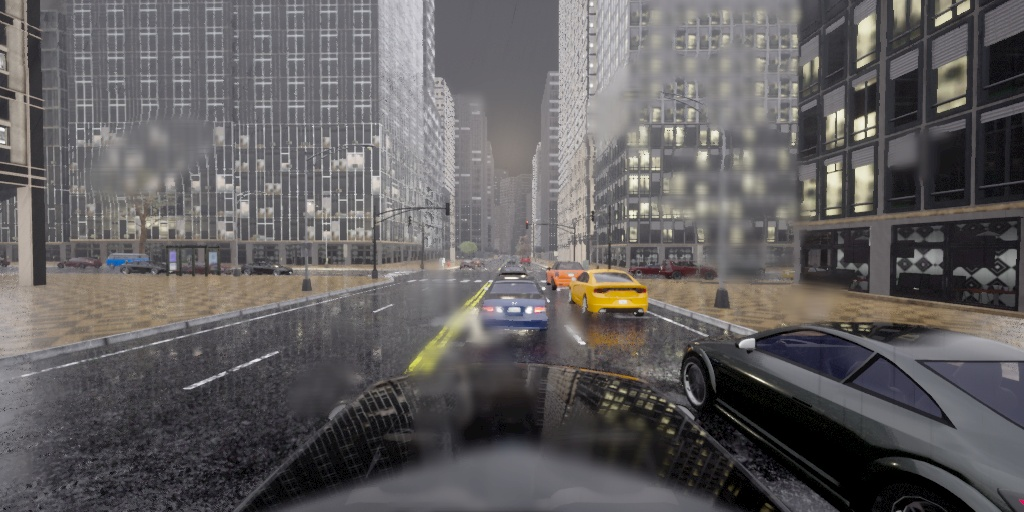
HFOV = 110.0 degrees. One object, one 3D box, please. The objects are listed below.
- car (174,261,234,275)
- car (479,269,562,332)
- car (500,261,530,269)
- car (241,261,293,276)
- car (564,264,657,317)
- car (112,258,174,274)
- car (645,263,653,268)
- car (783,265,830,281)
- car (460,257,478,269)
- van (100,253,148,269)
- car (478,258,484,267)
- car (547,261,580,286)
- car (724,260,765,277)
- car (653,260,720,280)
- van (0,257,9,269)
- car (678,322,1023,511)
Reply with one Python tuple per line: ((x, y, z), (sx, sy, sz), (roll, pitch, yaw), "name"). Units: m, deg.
((-28.476, 1.136, 33.515), (4.207, 1.307, 1.802), (0, 0, 1), "car")
((0.084, 1.293, 10.827), (2.033, 1.411, 5.357), (0, 0, 1), "car")
((0.065, 1.231, 20.579), (2.128, 1.511, 4.902), (0, 0, 0), "car")
((-22.791, 1.172, 33.393), (4.313, 1.339, 1.948), (0, 0, 1), "car")
((3.328, 1.222, 13.233), (1.882, 1.535, 5.008), (0, 0, 0), "car")
((-34.157, 1.067, 33.678), (4.313, 1.339, 1.948), (0, 0, 1), "car")
((15.009, 1.448, 38.766), (4.718, 1.301, 1.895), (1, 1, 2), "car")
((27.583, 1.576, 32.765), (4.829, 1.417, 1.751), (0, 0, 1), "car")
((-6.692, 1.275, 54.351), (1.994, 1.385, 4.181), (0, 0, 0), "car")
((-45.364, 0.602, 42.317), (3.998, 1.789, 1.690), (0, 0, 1), "van")
((-6.680, 1.051, 64.352), (2.097, 1.767, 4.553), (0, 0, 0), "car")
((3.311, 1.091, 22.238), (2.097, 1.767, 4.553), (0, 0, 0), "car")
((24.448, 1.282, 38.587), (4.553, 1.767, 2.097), (0, 1, 1), "car")
((16.135, 1.267, 32.940), (5.009, 1.841, 2.192), (0, 0, 1), "car")
((-51.201, 0.685, 34.043), (3.998, 1.789, 1.690), (0, 0, 1), "van")
((3.337, 1.313, 3.400), (1.994, 1.385, 4.181), (0, 0, 1), "car")
